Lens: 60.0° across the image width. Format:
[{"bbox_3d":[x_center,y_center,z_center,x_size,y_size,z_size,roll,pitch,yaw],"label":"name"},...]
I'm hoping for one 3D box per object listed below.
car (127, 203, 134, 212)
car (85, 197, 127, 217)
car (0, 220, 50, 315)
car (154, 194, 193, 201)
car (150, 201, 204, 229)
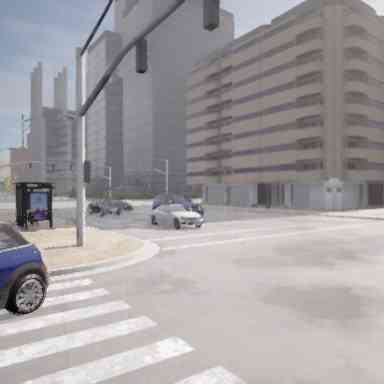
[{"bbox_3d":[-8.619,1.562,38.225,2.033,1.411,5.357,0,0,-36],"label":"car"},{"bbox_3d":[-8.515,1.514,32.127,2.128,1.511,4.902,0,0,-36],"label":"car"},{"bbox_3d":[-4.623,1.334,5.143,2.097,1.767,4.553,-1,0,26],"label":"car"},{"bbox_3d":[-1.325,1.237,28.207,2.150,2.045,5.566,0,0,-36],"label":"car"},{"bbox_3d":[-1.136,1.550,22.022,1.812,1.442,4.674,0,0,-35],"label":"car"}]
